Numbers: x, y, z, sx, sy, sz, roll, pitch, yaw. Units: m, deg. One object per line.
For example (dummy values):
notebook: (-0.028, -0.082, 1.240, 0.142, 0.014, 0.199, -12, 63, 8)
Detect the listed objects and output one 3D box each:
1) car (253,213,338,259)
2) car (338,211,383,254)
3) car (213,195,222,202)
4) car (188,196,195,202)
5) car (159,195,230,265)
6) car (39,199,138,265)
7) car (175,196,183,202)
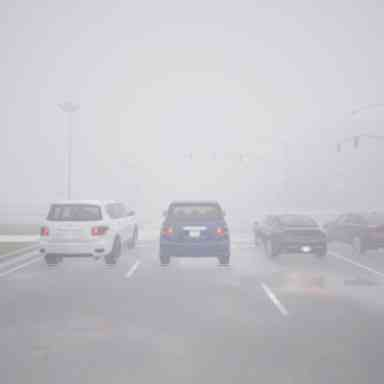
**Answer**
car: (3.590, 1.559, 12.880, 1.837, 1.490, 4.892, 0, 0, 0)
car: (7.109, 1.536, 13.824, 1.882, 1.535, 5.008, 0, 0, 0)
car: (6.980, 1.732, 90.070, 2.097, 1.767, 4.553, 0, 0, 0)
car: (-0.020, 1.875, 89.679, 1.837, 1.490, 4.892, 0, 0, 0)
car: (0.088, 1.272, 11.955, 2.150, 2.045, 5.566, 0, 0, 0)
car: (-3.410, 1.272, 11.971, 2.150, 2.045, 5.566, 0, 0, 0)
car: (-3.520, 1.901, 90.094, 1.812, 1.442, 4.674, 0, 0, 0)
